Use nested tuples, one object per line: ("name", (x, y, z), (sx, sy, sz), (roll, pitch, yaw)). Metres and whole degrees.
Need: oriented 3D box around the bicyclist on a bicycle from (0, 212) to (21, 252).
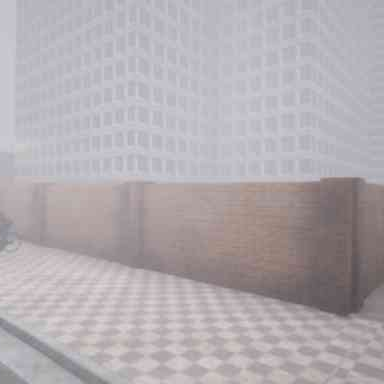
("bicyclist on a bicycle", (-6.595, 1.285, 11.220), (0.582, 1.620, 1.656), (0, 0, 40))
